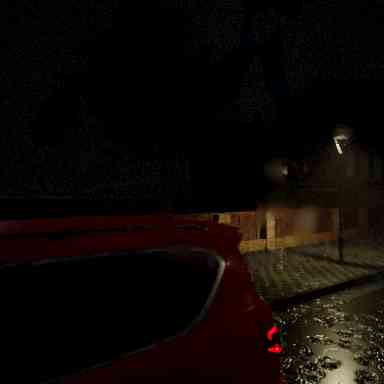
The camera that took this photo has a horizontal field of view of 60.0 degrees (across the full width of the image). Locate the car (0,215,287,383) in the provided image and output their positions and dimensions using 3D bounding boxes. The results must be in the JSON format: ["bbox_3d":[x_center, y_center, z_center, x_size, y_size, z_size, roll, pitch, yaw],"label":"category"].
[{"bbox_3d":[-1.897,1.219,1.711,5.566,2.045,2.150,0,0,-35],"label":"car"}]
